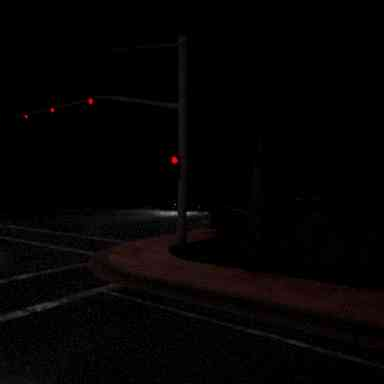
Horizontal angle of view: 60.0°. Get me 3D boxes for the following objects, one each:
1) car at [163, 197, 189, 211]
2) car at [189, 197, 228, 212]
[{"bbox_3d":[-1.284,1.325,38.538,1.882,1.535,5.008,0,0,36],"label":"car"},{"bbox_3d":[2.204,1.363,37.390,2.128,1.511,4.902,0,0,36],"label":"car"}]
